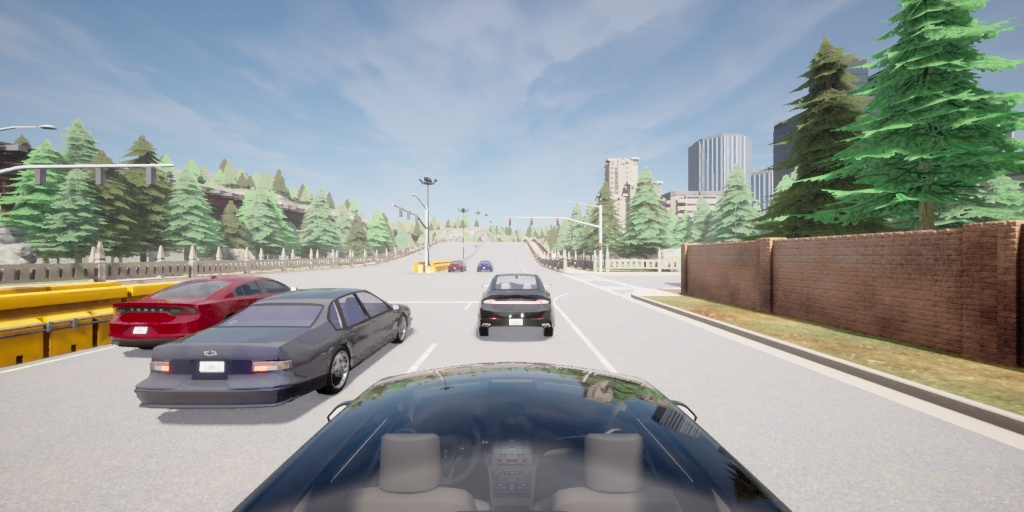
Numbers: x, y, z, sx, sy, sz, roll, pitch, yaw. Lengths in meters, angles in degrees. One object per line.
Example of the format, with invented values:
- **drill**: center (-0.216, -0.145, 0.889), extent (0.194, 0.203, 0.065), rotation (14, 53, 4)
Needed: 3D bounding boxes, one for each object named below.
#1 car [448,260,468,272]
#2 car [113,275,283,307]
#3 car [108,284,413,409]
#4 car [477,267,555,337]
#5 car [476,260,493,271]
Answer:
- **car**: center (-6.880, 1.276, 45.352), extent (1.812, 1.442, 4.674), rotation (0, 0, 0)
- **car**: center (-6.897, 1.228, 9.129), extent (1.882, 1.535, 5.008), rotation (0, 0, 0)
- **car**: center (-3.397, 1.297, 6.565), extent (2.033, 1.411, 5.357), rotation (0, 0, 0)
- **car**: center (0.132, 1.242, 10.310), extent (2.128, 1.511, 4.902), rotation (0, 0, 1)
- **car**: center (-3.384, 1.276, 45.749), extent (1.812, 1.442, 4.674), rotation (0, 0, 0)
